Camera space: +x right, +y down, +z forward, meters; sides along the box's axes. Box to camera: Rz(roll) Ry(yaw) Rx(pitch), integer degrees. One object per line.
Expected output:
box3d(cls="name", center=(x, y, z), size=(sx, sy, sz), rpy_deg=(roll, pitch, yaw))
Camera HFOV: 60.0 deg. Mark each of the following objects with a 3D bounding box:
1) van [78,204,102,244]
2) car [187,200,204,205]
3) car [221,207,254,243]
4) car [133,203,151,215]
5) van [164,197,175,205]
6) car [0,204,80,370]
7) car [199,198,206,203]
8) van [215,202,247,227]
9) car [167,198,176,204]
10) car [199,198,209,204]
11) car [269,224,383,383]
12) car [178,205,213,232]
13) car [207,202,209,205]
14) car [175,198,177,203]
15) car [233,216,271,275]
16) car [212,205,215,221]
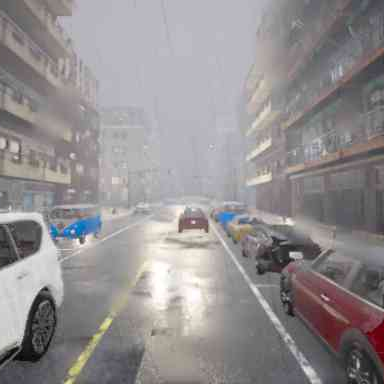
box3d(cls="van", center=(-5.676, 1.506, 16.374), size=(1.690, 1.788, 3.998), rpy_deg=(1, -1, 0))
box3d(cls="car", center=(0.101, 1.992, 39.261), size=(1.895, 1.301, 4.718), rpy_deg=(0, -1, 0))
box3d(cls="car", center=(2.668, 1.692, 16.470), size=(1.752, 1.417, 4.829), rpy_deg=(1, -1, 0))
box3d(cls="car", center=(-5.770, 1.939, 39.049), size=(2.008, 1.369, 4.403), rpy_deg=(1, -1, 0))
box3d(cls="van", center=(-5.585, 2.100, 77.095), size=(1.690, 1.788, 3.998), rpy_deg=(1, -1, 0))
box3d(cls="car", center=(-3.100, 1.253, 3.073), size=(2.150, 2.045, 5.566), rpy_deg=(0, -1, 0))
box3d(cls="car", center=(2.975, 2.473, 94.018), size=(2.008, 1.369, 4.403), rpy_deg=(1, -1, 0))
box3d(cls="van", center=(2.671, 1.562, 21.972), size=(1.690, 1.788, 3.998), rpy_deg=(1, -1, 0))
box3d(cls="car", center=(-5.439, 2.309, 88.427), size=(1.967, 1.590, 4.097), rpy_deg=(1, -1, 0))
box3d(cls="car", center=(2.964, 2.293, 75.431), size=(2.008, 1.369, 4.403), rpy_deg=(1, -1, 0))
box3d(cls="car", center=(2.670, 1.492, 4.960), size=(1.967, 1.590, 4.097), rpy_deg=(1, -1, 0))
box3d(cls="car", center=(0.098, 1.783, 21.763), size=(1.994, 1.385, 4.181), rpy_deg=(0, 0, 0))
box3d(cls="car", center=(2.667, 1.915, 33.311), size=(1.802, 1.307, 4.206), rpy_deg=(1, -1, 0))
box3d(cls="car", center=(-5.477, 2.380, 82.755), size=(1.947, 1.339, 4.313), rpy_deg=(1, -1, 0))
box3d(cls="car", center=(2.668, 1.674, 10.629), size=(1.947, 1.339, 4.313), rpy_deg=(1, -1, 0))
box3d(cls="car", center=(2.667, 1.859, 27.640), size=(1.802, 1.307, 4.206), rpy_deg=(1, -1, 0))
